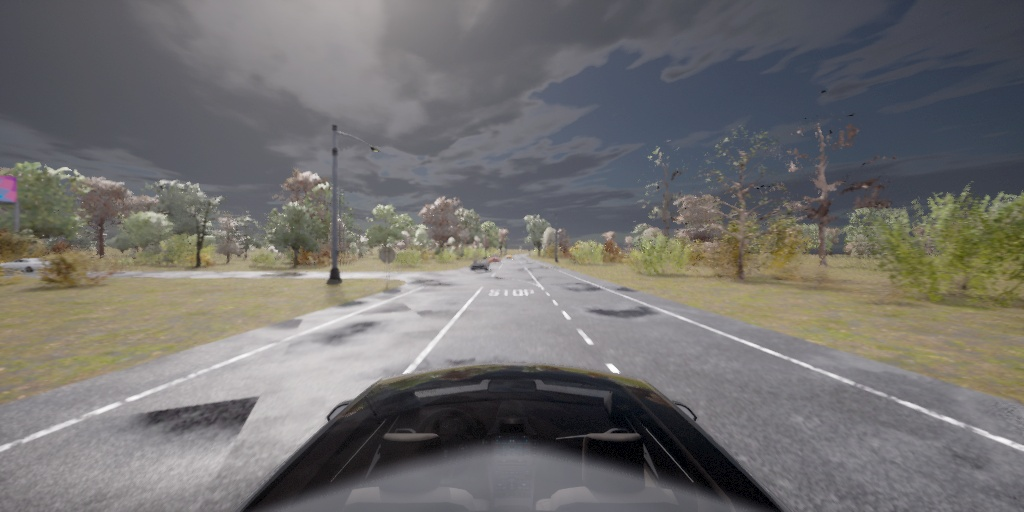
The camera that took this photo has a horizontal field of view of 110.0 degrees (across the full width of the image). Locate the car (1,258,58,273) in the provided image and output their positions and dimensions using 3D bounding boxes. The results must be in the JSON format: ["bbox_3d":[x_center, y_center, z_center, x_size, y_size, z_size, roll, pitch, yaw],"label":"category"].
[{"bbox_3d":[-49.003,0.959,36.333,4.674,1.442,1.812,0,0,2],"label":"car"}]

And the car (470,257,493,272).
[{"bbox_3d":[-3.425,1.057,38.789,1.895,1.301,4.718,0,1,0],"label":"car"}]
